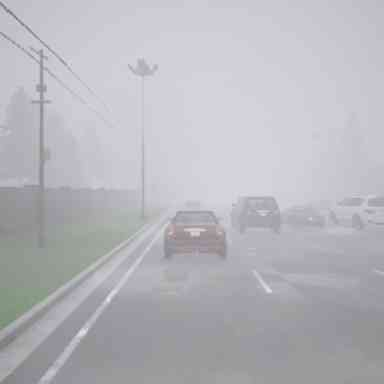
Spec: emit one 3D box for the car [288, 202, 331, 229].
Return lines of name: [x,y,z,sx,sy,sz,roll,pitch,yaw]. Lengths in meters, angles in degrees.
car: [7.107,1.570,21.884,1.994,1.385,4.181,0,0,0]

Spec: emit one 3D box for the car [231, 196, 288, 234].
car: [3.606,1.227,19.509,2.150,2.045,5.566,0,0,0]

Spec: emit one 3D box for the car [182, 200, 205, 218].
car: [0.110,1.557,32.010,2.033,1.411,5.357,0,0,0]

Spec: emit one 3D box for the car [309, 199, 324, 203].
car: [14.112,1.502,37.353,2.128,1.511,4.902,0,0,0]

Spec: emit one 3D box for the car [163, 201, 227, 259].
car: [0.104,1.356,12.799,2.097,1.767,4.553,0,0,0]

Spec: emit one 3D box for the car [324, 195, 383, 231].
car: [10.607,1.227,20.803,2.150,2.045,5.566,0,0,0]
